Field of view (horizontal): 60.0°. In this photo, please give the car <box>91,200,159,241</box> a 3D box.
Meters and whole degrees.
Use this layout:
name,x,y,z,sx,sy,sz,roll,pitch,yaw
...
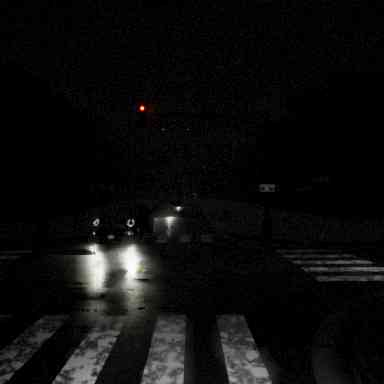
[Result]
name,x,y,z,sx,sy,sz,roll,pitch,yaw
car,-3.275,1.359,16.625,2.097,1.767,4.553,0,0,6

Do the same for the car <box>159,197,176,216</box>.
name,x,y,z,sx,sy,sz,roll,pitch,yaw
car,-2.903,1.496,33.046,1.882,1.535,5.008,0,0,0

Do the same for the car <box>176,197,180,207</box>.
name,x,y,z,sx,sy,sz,roll,pitch,yaw
car,-2.891,1.516,52.646,1.882,1.535,5.008,0,0,0
